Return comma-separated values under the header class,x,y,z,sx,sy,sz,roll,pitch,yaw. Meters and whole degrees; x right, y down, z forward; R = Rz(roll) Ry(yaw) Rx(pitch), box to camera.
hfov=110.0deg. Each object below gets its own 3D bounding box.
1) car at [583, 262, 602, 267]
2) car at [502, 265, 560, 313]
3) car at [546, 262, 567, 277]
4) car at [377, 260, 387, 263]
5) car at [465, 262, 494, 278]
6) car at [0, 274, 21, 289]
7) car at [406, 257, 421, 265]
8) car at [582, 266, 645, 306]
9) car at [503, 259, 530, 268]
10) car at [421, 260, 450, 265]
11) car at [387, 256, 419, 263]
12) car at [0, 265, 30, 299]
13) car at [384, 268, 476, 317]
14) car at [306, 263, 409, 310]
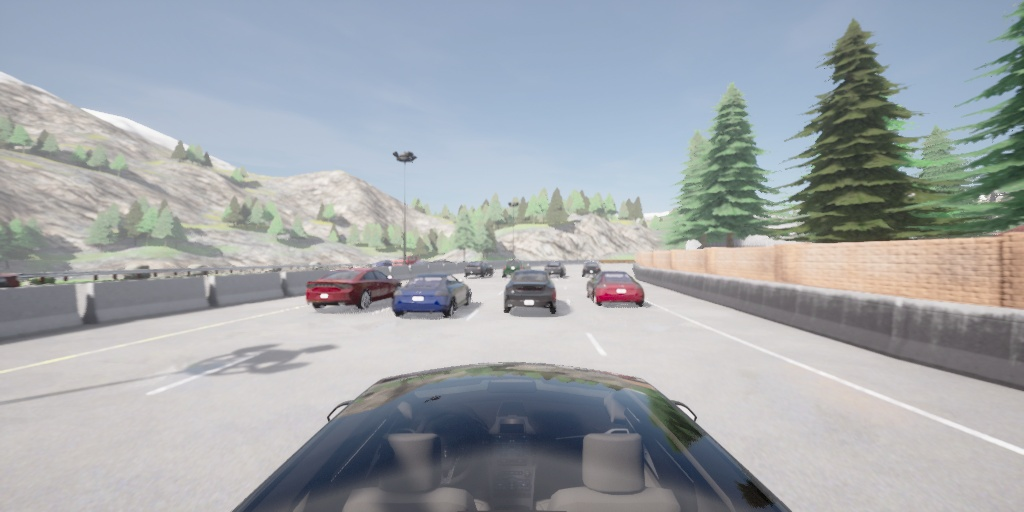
class,x,y,z,sx,sy,sz,roll,pitch,yaw
car,8.283,1.337,37.081,1.812,1.442,4.674,0,0,14
car,0.768,1.270,14.093,1.837,1.490,4.892,0,0,5
car,4.293,1.290,35.528,2.128,1.511,4.902,0,0,13
car,-19.513,1.275,54.795,1.812,1.442,4.674,0,0,18
car,-3.100,1.267,34.567,2.128,1.511,4.902,0,0,12
car,-20.644,1.206,11.947,1.837,1.490,4.892,0,0,4
car,-13.046,1.313,52.240,2.033,1.411,5.357,0,0,18
car,4.468,1.342,16.004,1.994,1.385,4.181,0,0,6
car,0.546,1.138,34.820,2.097,1.767,4.553,0,0,13
car,-10.126,1.274,49.731,1.837,1.490,4.892,0,0,17
car,-15.976,0.980,54.492,2.150,2.045,5.566,0,0,18
car,-23.962,1.172,14.535,1.882,1.535,5.008,0,0,5
car,-2.808,1.318,13.297,1.994,1.385,4.181,0,0,4
car,-6.200,1.223,14.718,1.882,1.535,5.008,0,0,5
